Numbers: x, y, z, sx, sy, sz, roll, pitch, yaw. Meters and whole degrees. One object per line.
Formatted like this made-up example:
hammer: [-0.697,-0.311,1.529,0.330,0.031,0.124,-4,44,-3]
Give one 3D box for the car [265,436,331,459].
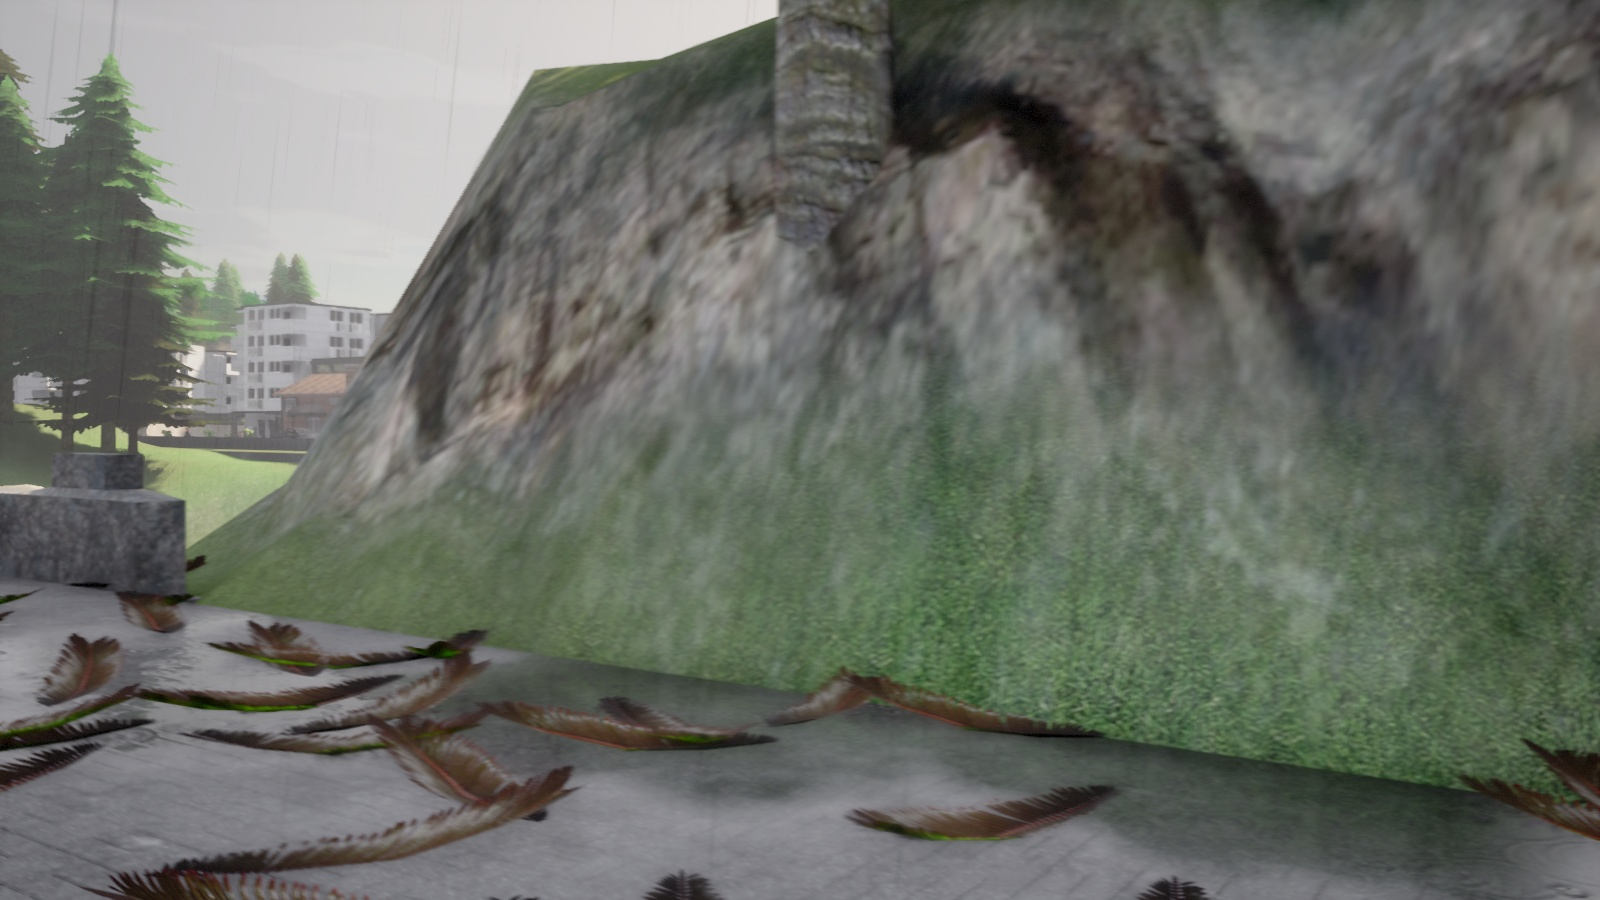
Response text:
car: [-34.687,-0.192,86.769,4.514,1.525,2.007,0,1,34]
